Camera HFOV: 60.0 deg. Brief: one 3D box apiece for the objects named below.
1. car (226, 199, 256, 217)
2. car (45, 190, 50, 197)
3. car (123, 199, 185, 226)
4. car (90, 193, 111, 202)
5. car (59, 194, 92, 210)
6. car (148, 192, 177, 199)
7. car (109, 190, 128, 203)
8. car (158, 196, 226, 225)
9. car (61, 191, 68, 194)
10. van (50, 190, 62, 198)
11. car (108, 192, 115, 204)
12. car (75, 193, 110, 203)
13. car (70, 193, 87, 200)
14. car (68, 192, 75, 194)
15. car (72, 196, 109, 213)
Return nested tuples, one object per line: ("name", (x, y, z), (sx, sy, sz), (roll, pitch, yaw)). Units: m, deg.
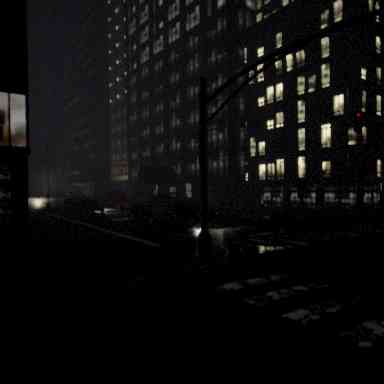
("car", (3.312, 1.265, 28.475), (1.752, 1.417, 4.829), (-1, 1, -35))
("car", (-35.415, 0.675, 84.808), (2.008, 1.369, 4.403), (-1, 1, -35))
("car", (-2.687, 1.448, 22.530), (2.008, 1.369, 4.403), (-1, 1, -35))
("car", (-15.713, 0.906, 56.962), (1.882, 1.535, 5.008), (-1, 1, -35))
("car", (-13.509, 1.281, 38.203), (2.008, 1.369, 4.403), (-1, 1, -35))
("car", (-3.432, 0.950, 38.337), (2.192, 1.841, 5.009), (-1, 1, -35))
("car", (-11.791, 0.720, 51.198), (2.150, 2.045, 5.566), (-1, 1, -35))
("car", (-0.159, 1.337, 23.359), (1.882, 1.535, 5.008), (-1, 1, -35))
("car", (-25.820, 0.720, 70.867), (1.967, 1.590, 4.097), (-1, 1, -35))
("van", (-32.216, 0.517, 80.159), (1.690, 1.788, 3.998), (-1, 1, -35))
("car", (-13.580, 1.104, 48.415), (2.033, 1.411, 5.357), (-1, 1, -34))
("car", (-12.435, 1.160, 41.229), (2.128, 1.511, 4.902), (-1, 1, -34))
("car", (-22.621, 0.876, 66.221), (1.887, 1.381, 4.507), (-1, 1, -35))
("car", (-19.092, 1.071, 56.338), (1.895, 1.301, 4.718), (-1, 1, -35))
("car", (-10.310, 1.346, 33.555), (1.947, 1.339, 4.313), (-1, 1, -35))
